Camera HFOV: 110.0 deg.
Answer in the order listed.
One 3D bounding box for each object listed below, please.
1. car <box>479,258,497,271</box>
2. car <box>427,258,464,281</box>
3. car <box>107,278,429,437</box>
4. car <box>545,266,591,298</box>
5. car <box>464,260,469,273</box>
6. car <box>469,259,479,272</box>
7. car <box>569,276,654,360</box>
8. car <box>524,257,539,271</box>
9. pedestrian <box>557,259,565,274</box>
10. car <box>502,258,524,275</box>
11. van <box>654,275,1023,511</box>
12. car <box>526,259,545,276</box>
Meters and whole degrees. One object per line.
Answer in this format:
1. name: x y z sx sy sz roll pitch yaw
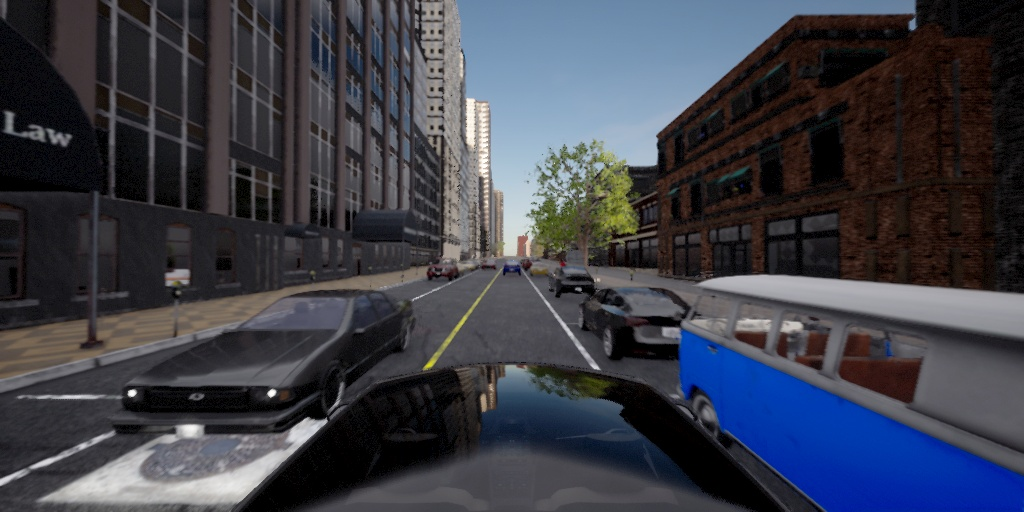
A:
1. car: -3.125 1.211 49.528 1.882 1.535 5.008 0 0 0
2. car: -5.722 1.061 30.287 2.192 1.841 5.009 0 0 0
3. car: -3.104 1.298 6.115 2.033 1.411 5.357 0 0 0
4. car: 2.981 1.256 18.597 1.837 1.490 4.892 0 0 0
5. car: -5.729 1.269 35.662 1.751 1.417 4.829 0 0 0
6. car: -5.742 1.261 46.754 1.751 1.417 4.829 0 0 0
7. car: 2.685 1.317 8.113 1.948 1.339 4.313 0 0 0
8. car: 2.639 1.051 46.937 2.192 1.841 5.009 0 0 0
9. pedestrian: 2.969 1.044 21.553 0.375 1.860 0.375 1 -1 -4
10. car: 0.011 1.220 38.162 1.882 1.535 5.008 0 0 0
11. van: 2.691 1.091 2.567 1.690 1.789 3.998 0 0 0
12. car: 2.652 1.269 36.015 1.751 1.417 4.829 0 0 0
